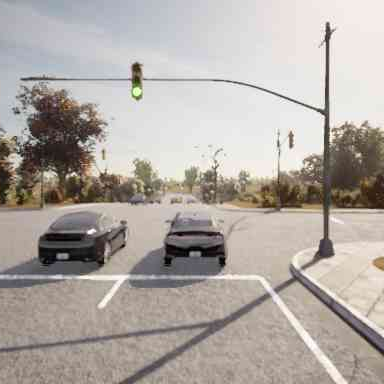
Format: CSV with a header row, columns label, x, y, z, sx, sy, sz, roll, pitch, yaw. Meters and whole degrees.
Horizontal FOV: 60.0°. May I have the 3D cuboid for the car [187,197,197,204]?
label,x,y,z,sx,sy,sz,roll,pitch,yaw
car,-0.014,1.863,71.246,1.812,1.442,4.674,0,-2,0

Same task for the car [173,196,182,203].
label,x,y,z,sx,sy,sz,roll,pitch,yaw
car,-3.517,1.870,81.244,2.097,1.767,4.553,0,-2,0

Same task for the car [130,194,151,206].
label,x,y,z,sx,sy,sz,roll,pitch,yaw
car,-7.093,1.056,44.989,1.837,1.490,4.892,0,-1,0

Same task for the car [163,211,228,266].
label,x,y,z,sx,sy,sz,roll,pitch,yaw
car,0.090,1.384,11.194,2.128,1.511,4.902,0,1,0

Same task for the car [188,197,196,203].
label,x,y,z,sx,sy,sz,roll,pitch,yaw
car,-0.017,1.993,81.270,1.882,1.535,5.008,0,-2,0

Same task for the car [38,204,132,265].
label,x,y,z,sx,sy,sz,roll,pitch,yaw
car,-3.410,1.398,11.199,1.837,1.490,4.892,0,1,0

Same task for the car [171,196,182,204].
label,x,y,z,sx,sy,sz,roll,pitch,yaw
car,-3.514,1.801,70.831,1.882,1.535,5.008,0,-2,0

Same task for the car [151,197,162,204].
label,x,y,z,sx,sy,sz,roll,pitch,yaw
car,-7.015,1.625,64.799,2.128,1.511,4.902,0,-2,0
